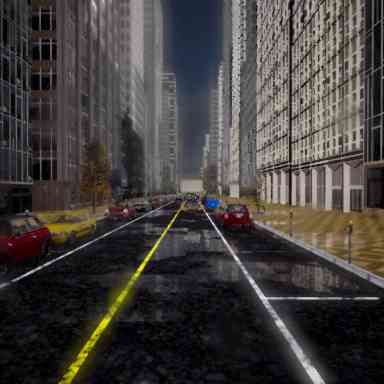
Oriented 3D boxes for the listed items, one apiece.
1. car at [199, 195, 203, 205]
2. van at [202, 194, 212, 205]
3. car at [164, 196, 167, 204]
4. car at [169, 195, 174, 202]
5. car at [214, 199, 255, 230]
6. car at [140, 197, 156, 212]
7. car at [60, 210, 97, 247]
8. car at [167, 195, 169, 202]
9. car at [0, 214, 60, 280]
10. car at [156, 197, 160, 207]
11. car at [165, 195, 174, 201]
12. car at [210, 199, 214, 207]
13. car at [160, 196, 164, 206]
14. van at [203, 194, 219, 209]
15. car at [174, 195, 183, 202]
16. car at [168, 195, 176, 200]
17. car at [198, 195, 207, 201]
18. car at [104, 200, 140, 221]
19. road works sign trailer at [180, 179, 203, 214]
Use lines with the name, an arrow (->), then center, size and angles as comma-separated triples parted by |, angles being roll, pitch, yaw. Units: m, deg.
car -> 2.681, 1.306, 55.078 | 2.192, 1.841, 5.009 | -1, 0, 0
van -> 2.681, 1.331, 60.762 | 1.690, 1.788, 3.998 | -1, 0, 0
car -> -5.698, 1.541, 55.078 | 2.008, 1.369, 4.403 | -1, 0, 0
car -> -5.698, 1.539, 72.129 | 2.008, 1.369, 4.403 | -1, 0, 0
car -> 2.682, 1.436, 20.977 | 1.967, 1.590, 4.097 | -1, 0, 0
car -> -5.698, 1.544, 38.027 | 2.008, 1.369, 4.403 | -1, 0, 0
car -> -5.698, 1.522, 15.123 | 1.752, 1.417, 4.829 | -1, 0, 0
car -> -5.697, 1.572, 60.762 | 1.802, 1.307, 4.206 | -1, 0, 0
car -> -5.699, 1.438, 9.609 | 1.967, 1.590, 4.097 | -1, 0, 0
car -> -5.697, 1.558, 43.711 | 1.947, 1.339, 4.313 | -1, 0, 0
car -> -5.697, 1.536, 83.496 | 2.008, 1.369, 4.403 | -1, 0, 0
car -> 2.683, 1.520, 26.830 | 1.752, 1.417, 4.829 | -1, 0, 0
car -> -5.697, 1.536, 49.395 | 1.887, 1.381, 4.507 | -1, 0, 0
van -> 2.681, 1.333, 43.711 | 1.690, 1.788, 3.998 | -1, 0, 0
car -> -3.000, 1.477, 76.725 | 2.033, 1.411, 5.357 | 0, 0, 0
car -> -5.697, 1.565, 94.863 | 1.802, 1.307, 4.206 | -1, 0, 0
car -> 2.683, 1.536, 83.496 | 2.008, 1.369, 4.403 | -1, 0, 0
car -> -5.699, 1.435, 26.660 | 1.967, 1.590, 4.097 | -1, 0, 0
road works sign trailer -> -0.017, 0.415, 35.078 | 2.380, 3.560, 2.880 | -1, 0, 0
